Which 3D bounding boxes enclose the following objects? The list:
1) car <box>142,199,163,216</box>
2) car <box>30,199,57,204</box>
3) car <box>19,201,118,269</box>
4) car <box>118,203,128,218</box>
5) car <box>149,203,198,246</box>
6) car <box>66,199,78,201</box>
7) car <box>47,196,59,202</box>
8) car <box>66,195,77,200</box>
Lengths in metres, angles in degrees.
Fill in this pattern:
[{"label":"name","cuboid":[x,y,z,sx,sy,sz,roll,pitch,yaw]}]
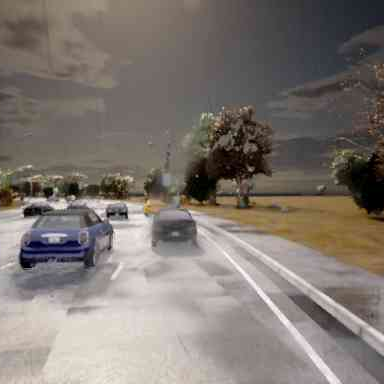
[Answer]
[{"label":"car","cuboid":[-3.789,1.484,32.809,1.882,1.535,5.008,0,0,-13]},{"label":"car","cuboid":[-14.361,1.618,31.204,1.895,1.301,4.718,0,0,-13]},{"label":"car","cuboid":[-4.031,1.360,11.460,2.097,1.767,4.553,0,0,-4]},{"label":"car","cuboid":[-6.801,1.610,30.337,1.895,1.301,4.718,0,0,-12]},{"label":"car","cuboid":[-0.887,1.479,15.415,1.882,1.535,5.008,0,0,-6]},{"label":"car","cuboid":[-10.838,1.614,31.507,1.895,1.301,4.718,0,0,-13]},{"label":"car","cuboid":[-28.878,1.498,69.025,1.994,1.385,4.181,0,0,-29]},{"label":"car","cuboid":[-25.175,1.477,69.544,2.128,1.511,4.902,0,0,-27]}]
